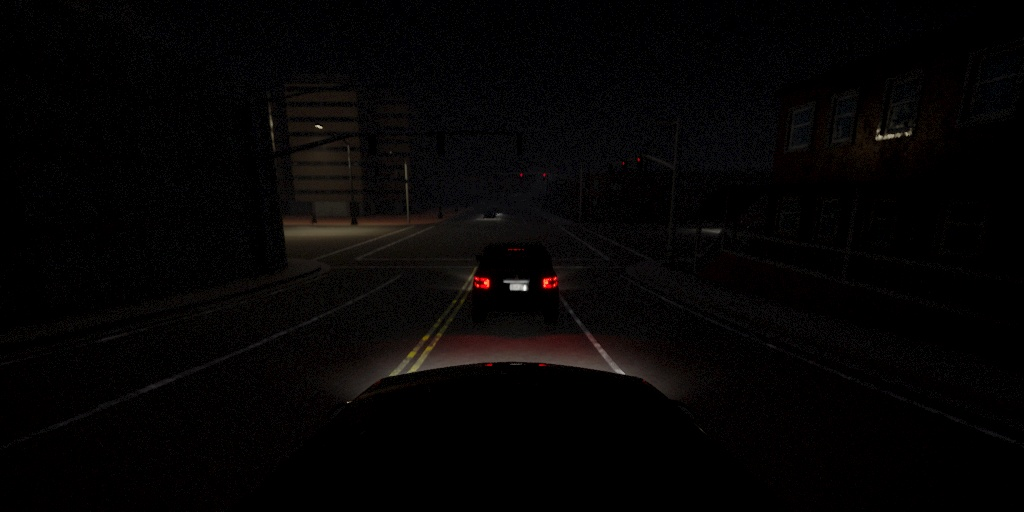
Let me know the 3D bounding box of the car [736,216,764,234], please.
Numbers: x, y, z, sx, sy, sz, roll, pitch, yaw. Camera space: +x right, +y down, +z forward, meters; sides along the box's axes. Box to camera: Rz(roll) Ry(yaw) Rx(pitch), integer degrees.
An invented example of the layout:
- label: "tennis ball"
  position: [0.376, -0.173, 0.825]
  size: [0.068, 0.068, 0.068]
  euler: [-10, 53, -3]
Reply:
- label: "car"
  position: [25.763, -3.042, 36.716]
  size: [4.674, 1.442, 1.812]
  euler: [0, 10, 0]

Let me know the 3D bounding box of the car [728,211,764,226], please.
- label: "car"
  position: [27.443, -3.939, 40.127]
  size: [5.566, 2.045, 2.150]
  euler: [0, 10, 0]

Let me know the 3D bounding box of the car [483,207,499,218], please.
- label: "car"
  position: [-3.756, -7.247, 60.667]
  size: [1.882, 1.535, 5.008]
  euler: [0, 9, 0]

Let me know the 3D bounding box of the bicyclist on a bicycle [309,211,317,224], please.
- label: "bicyclist on a bicycle"
  position: [-25.409, -4.877, 45.833]
  size: [0.582, 1.620, 1.656]
  euler: [0, 10, 0]

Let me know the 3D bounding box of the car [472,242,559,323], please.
- label: "car"
  position: [0.056, 0.583, 10.747]
  size: [2.150, 2.045, 5.566]
  euler: [0, 5, -1]
